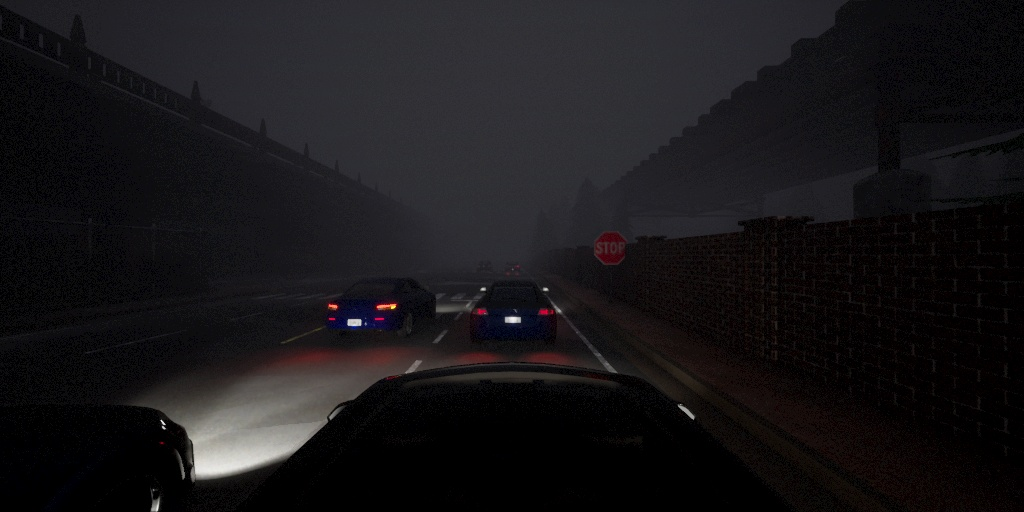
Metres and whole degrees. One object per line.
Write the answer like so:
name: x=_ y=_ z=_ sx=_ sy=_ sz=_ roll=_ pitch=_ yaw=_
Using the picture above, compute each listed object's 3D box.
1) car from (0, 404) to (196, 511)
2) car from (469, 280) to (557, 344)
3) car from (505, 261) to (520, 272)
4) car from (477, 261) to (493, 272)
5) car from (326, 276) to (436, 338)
car: x=-3.399 y=1.314 z=0.974 sx=1.994 sy=1.385 sz=4.181 roll=0 pitch=0 yaw=0
car: x=0.061 y=1.314 z=9.551 sx=1.994 sy=1.385 sz=4.181 roll=0 pitch=0 yaw=1
car: x=0.060 y=1.351 z=46.249 sx=1.895 sy=1.301 sz=4.718 roll=0 pitch=0 yaw=-1
car: x=-3.430 y=1.297 z=45.820 sx=2.033 sy=1.411 sz=5.357 roll=0 pitch=0 yaw=-1
car: x=-3.421 y=1.276 z=10.070 sx=1.812 sy=1.442 sz=4.674 roll=0 pitch=0 yaw=0
